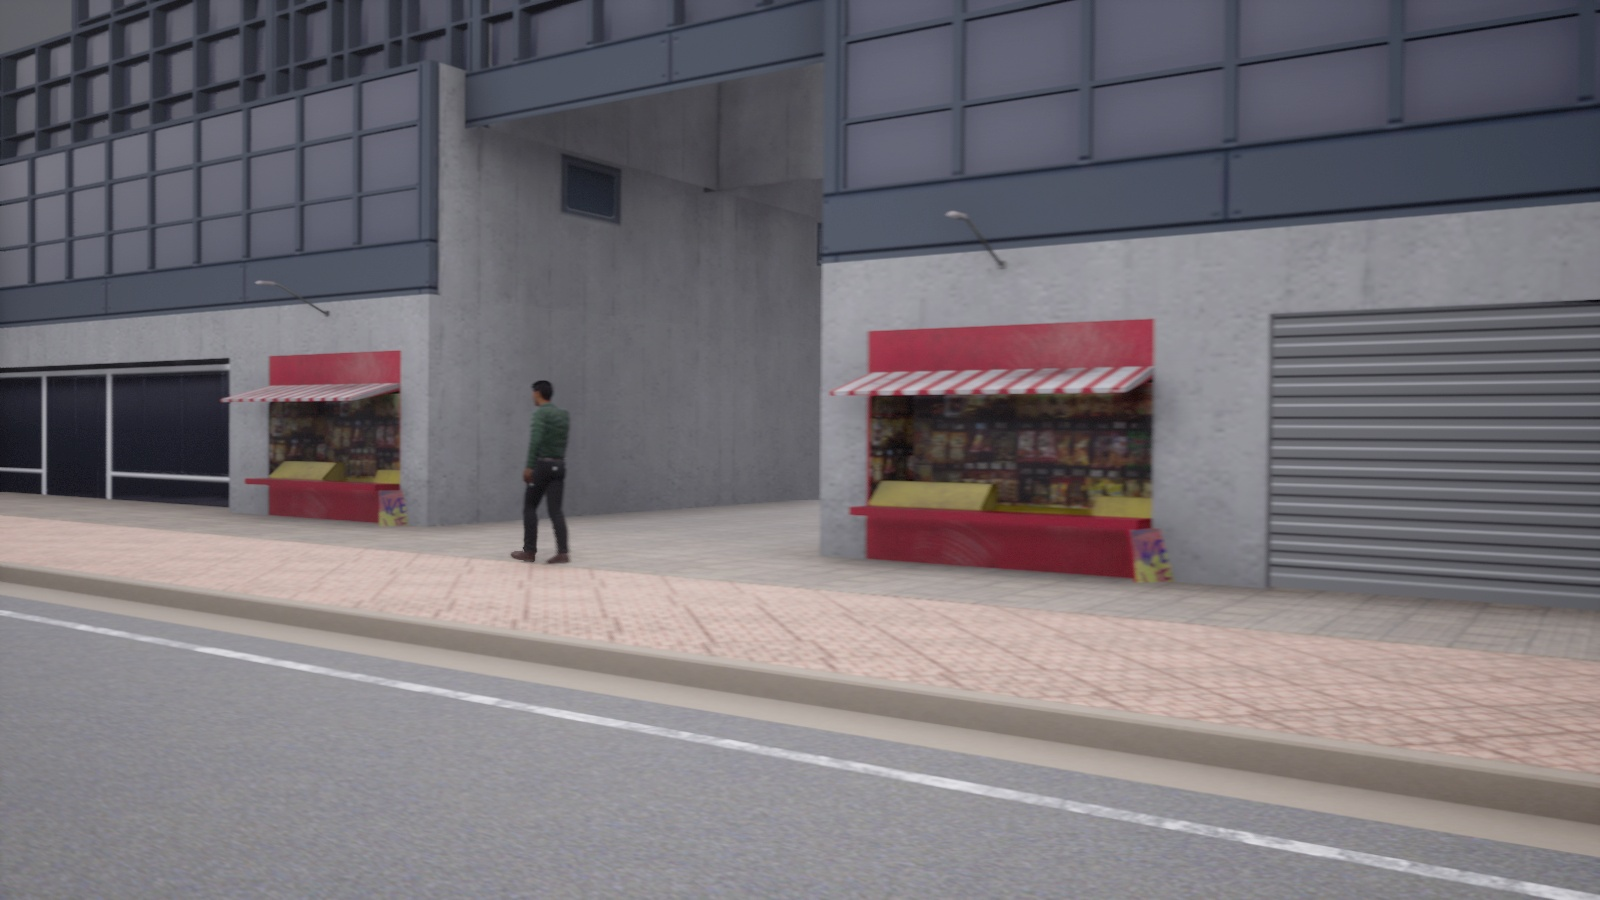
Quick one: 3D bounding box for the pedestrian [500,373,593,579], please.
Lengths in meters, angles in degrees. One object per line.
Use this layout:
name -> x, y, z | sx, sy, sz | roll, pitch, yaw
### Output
pedestrian -> -2.477, 0.245, 12.277 | 0.788, 1.949, 0.423 | 0, 1, 31
